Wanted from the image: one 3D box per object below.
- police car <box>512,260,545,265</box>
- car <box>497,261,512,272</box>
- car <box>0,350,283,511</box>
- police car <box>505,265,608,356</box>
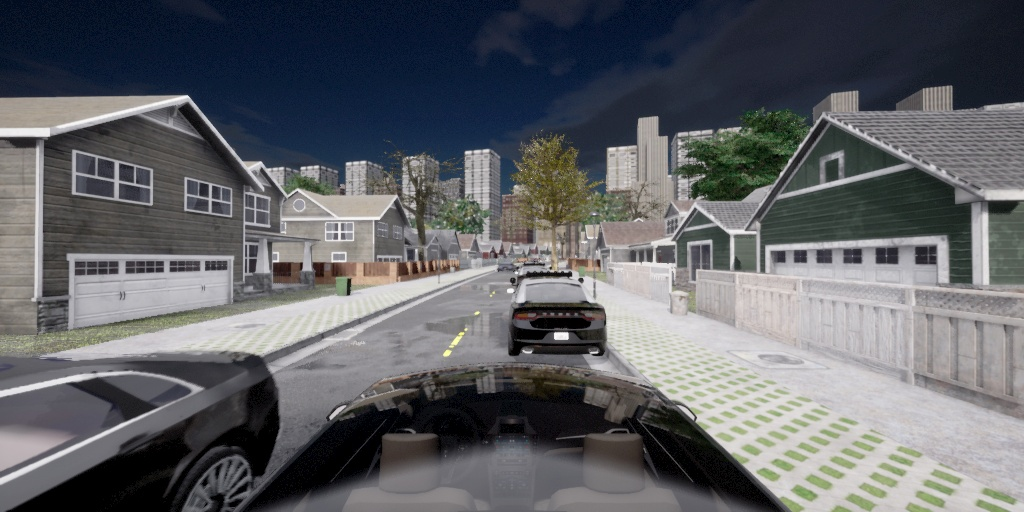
[{"bbox_3d":[1.173,1.180,18.704,1.930,1.638,5.238,0,0,2],"label":"police car"},{"bbox_3d":[-0.663,1.342,45.030,1.994,1.385,4.181,0,0,5],"label":"car"},{"bbox_3d":[-2.824,1.241,0.952,2.128,1.511,4.902,0,0,0],"label":"car"},{"bbox_3d":[0.894,1.177,8.751,1.930,1.638,5.238,0,0,1],"label":"police car"}]
